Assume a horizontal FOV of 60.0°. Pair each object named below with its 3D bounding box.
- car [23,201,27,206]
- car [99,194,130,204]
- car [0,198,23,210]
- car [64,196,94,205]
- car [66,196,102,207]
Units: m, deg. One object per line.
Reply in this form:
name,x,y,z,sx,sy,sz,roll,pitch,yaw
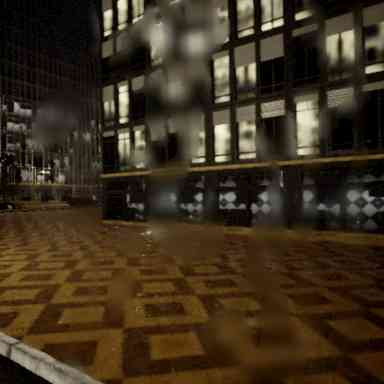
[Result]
car,-24.514,1.424,44.042,1.752,1.417,4.829,-1,0,35
car,-12.985,1.186,56.036,2.128,1.511,4.902,-1,0,35
car,-20.704,1.349,34.836,2.008,1.369,4.403,-1,0,35
car,-18.076,1.373,53.317,1.802,1.307,4.206,-1,0,35
car,-14.364,1.274,43.970,1.802,1.307,4.206,-1,0,35
